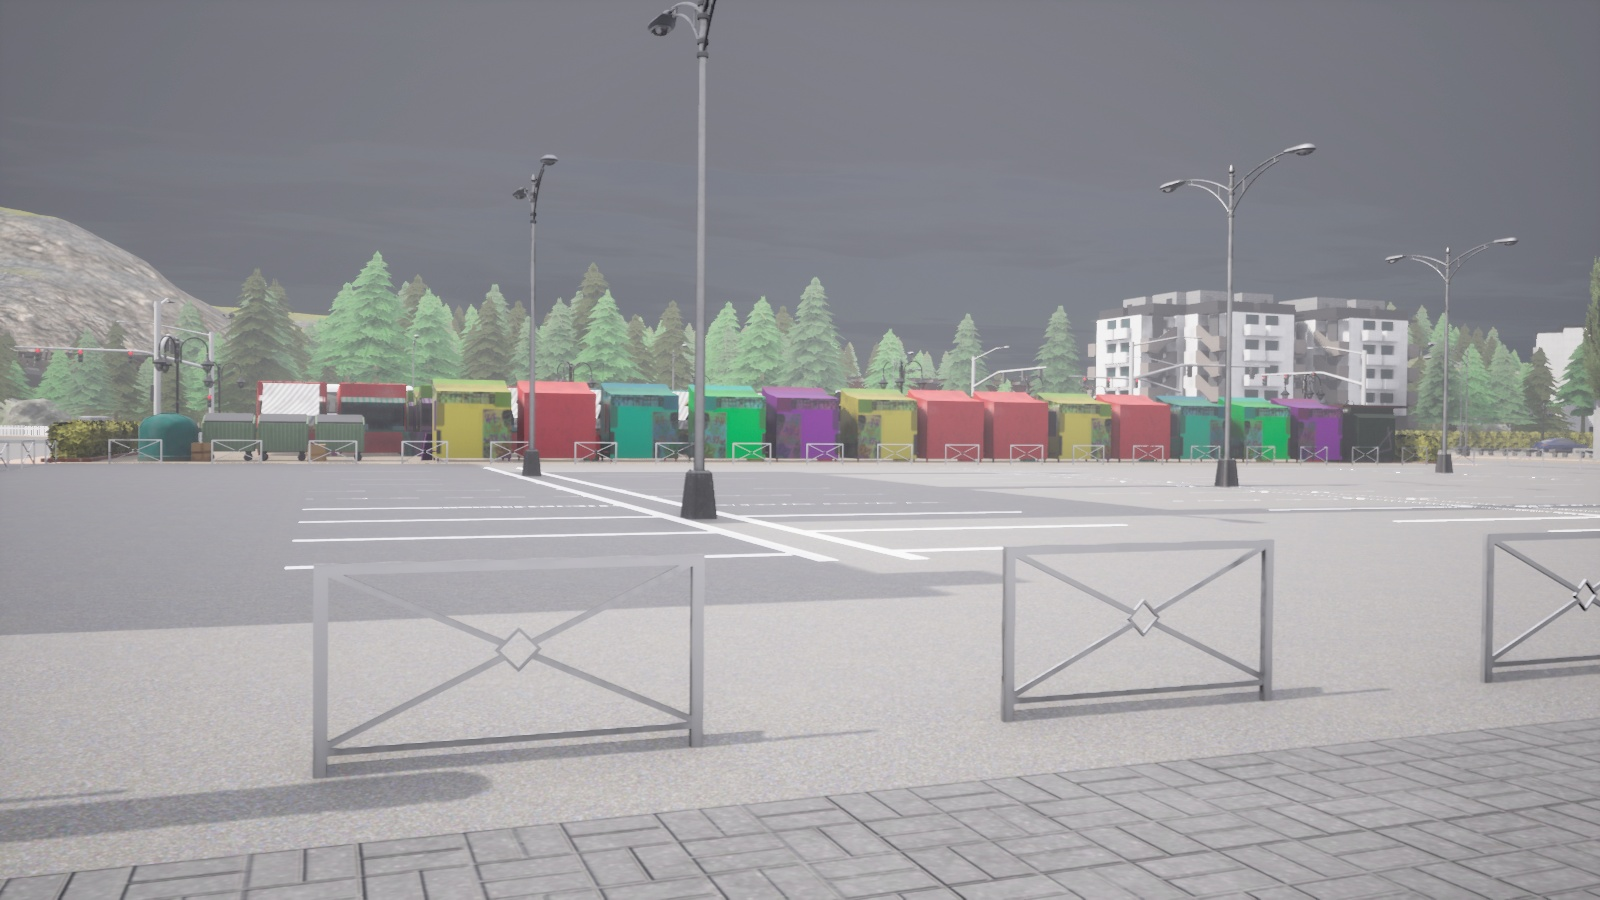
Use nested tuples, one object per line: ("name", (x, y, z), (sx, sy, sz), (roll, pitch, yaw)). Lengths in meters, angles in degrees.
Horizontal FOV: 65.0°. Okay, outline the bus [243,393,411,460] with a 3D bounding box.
("bus", (-31.643, -1.609, 84.332), (10.273, 4.253, 3.944), (-1, 1, -21))
